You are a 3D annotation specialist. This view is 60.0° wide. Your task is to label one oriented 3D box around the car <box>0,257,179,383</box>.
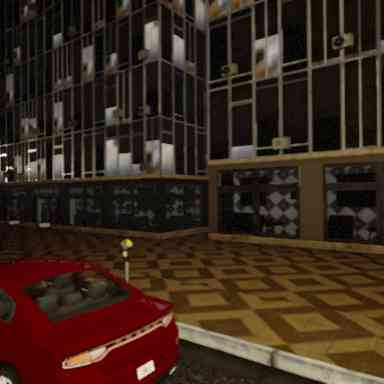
[{"bbox_3d":[-2.261,1.582,4.484,4.507,1.381,1.887,-1,0,35],"label":"car"}]
